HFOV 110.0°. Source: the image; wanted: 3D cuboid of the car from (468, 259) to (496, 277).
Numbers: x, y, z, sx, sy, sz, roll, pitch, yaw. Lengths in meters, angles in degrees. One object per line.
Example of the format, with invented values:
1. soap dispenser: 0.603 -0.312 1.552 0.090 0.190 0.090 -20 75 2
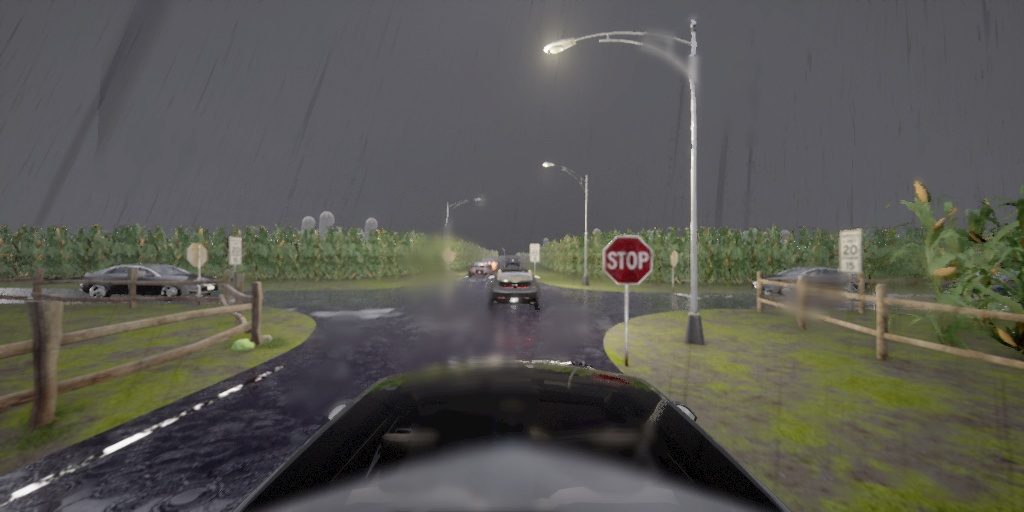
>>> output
1. car: -2.844 1.216 33.144 1.994 1.385 4.181 0 0 0

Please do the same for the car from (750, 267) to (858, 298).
1. car: 14.847 1.315 18.168 4.902 1.511 2.128 0 0 1

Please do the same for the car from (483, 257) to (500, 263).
1. car: -2.830 0.970 43.233 2.097 1.767 4.553 0 0 0

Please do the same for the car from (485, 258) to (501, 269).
1. car: -2.817 1.072 53.543 2.128 1.511 4.902 0 0 0

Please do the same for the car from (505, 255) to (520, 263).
1. car: 0.112 0.790 56.594 2.150 2.045 5.566 0 0 0

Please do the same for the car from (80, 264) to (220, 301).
1. car: -15.538 1.103 15.568 4.902 1.511 2.128 0 0 -1

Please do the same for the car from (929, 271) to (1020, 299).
1. car: 24.657 1.440 18.074 5.357 1.411 2.033 0 0 1

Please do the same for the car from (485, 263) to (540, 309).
1. car: 0.104 1.224 14.643 1.837 1.490 4.892 0 0 0
